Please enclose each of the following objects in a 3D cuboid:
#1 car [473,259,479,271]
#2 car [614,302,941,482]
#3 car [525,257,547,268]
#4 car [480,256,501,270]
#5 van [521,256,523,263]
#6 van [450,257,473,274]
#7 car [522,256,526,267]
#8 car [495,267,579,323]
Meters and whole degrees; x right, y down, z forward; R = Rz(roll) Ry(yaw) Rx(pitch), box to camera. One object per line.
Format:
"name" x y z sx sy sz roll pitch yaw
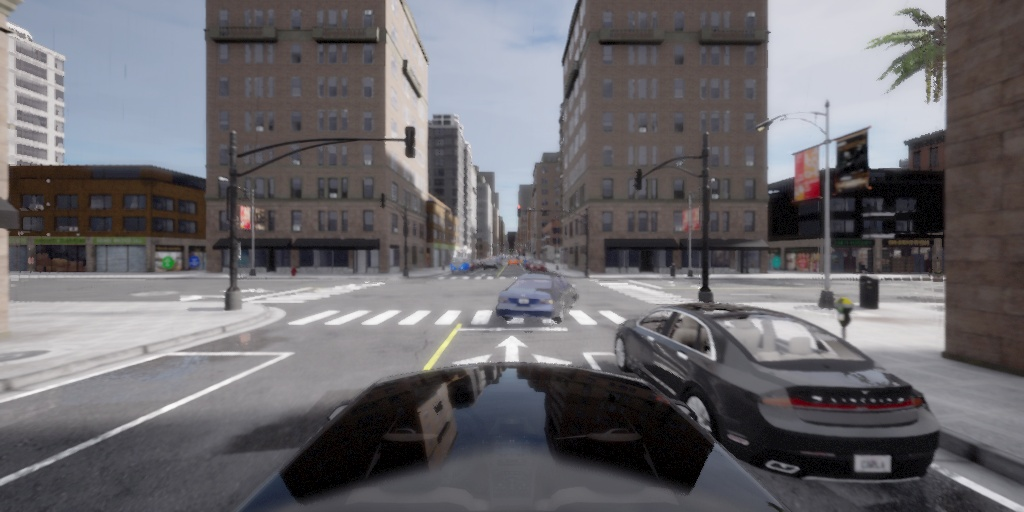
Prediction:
"car" -5.692 1.119 45.187 1.967 1.591 4.097 0 0 0
"car" 2.669 1.295 4.834 2.007 1.370 4.403 0 0 0
"car" 2.809 1.128 39.484 1.967 1.591 4.097 0 0 0
"car" -2.901 1.176 49.465 1.837 1.490 4.892 0 0 0
"van" 2.907 0.992 62.161 1.690 1.789 3.998 0 0 0
"van" -5.717 1.029 39.519 1.690 1.789 3.998 0 0 0
"car" 2.858 1.110 50.822 1.967 1.591 4.097 0 0 0
"car" 1.044 1.282 12.237 2.033 1.411 5.357 0 0 17
